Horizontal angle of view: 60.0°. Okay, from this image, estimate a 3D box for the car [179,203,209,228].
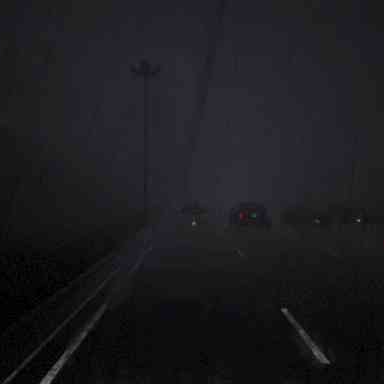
[{"bbox_3d":[0.096,1.662,22.730,1.895,1.301,4.718,0,0,0],"label":"car"}]

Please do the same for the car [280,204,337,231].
[{"bbox_3d":[7.103,1.537,21.319,1.882,1.535,5.008,0,0,0],"label":"car"}]

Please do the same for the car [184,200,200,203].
[{"bbox_3d":[-0.025,1.673,40.306,1.994,1.385,4.181,0,0,0],"label":"car"}]

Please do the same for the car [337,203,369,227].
[{"bbox_3d":[10.589,1.572,23.575,1.837,1.490,4.892,0,0,0],"label":"car"}]

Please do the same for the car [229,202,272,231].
[{"bbox_3d":[3.601,1.411,21.351,2.097,1.767,4.553,0,0,0],"label":"car"}]
